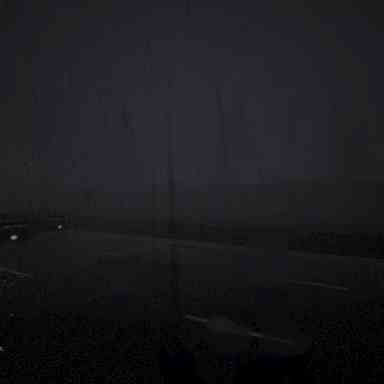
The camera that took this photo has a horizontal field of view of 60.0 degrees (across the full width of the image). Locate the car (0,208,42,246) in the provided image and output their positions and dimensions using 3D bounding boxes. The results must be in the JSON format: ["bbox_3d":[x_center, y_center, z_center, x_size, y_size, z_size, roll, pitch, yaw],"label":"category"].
[{"bbox_3d":[-9.167,1.642,14.842,4.902,1.511,2.128,-1,0,36],"label":"car"}]

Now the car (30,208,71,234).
[{"bbox_3d":[-8.953,1.663,18.990,4.902,1.511,2.128,-1,0,36],"label":"car"}]
